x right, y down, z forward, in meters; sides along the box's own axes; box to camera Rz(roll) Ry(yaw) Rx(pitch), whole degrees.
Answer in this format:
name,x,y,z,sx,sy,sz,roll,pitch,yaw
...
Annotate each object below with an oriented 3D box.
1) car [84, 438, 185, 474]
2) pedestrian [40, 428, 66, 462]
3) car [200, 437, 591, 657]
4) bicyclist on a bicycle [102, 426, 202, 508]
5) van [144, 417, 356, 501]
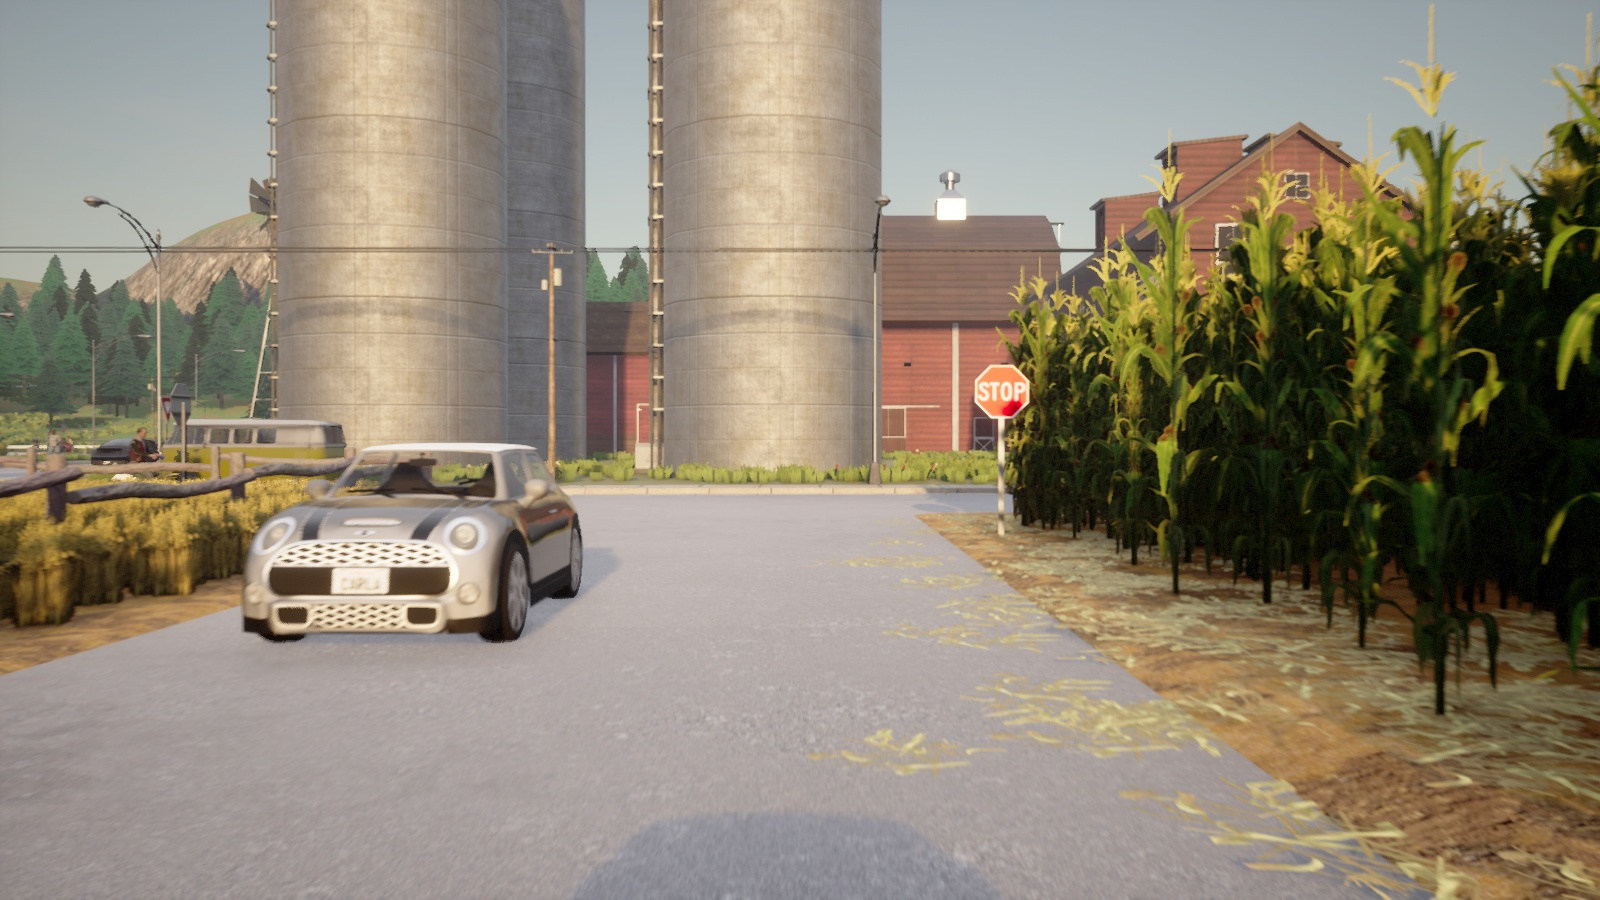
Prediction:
name,x,y,z,sx,sy,sz,roll,pitch,yaw
car,-28.831,0.212,54.596,1.837,1.490,4.892,0,1,-1
pedestrian,-40.966,-0.290,68.869,0.874,1.855,0.900,0,1,-2
car,-3.028,0.633,10.326,1.970,1.475,3.806,0,1,0
bicyclist on a bicycle,-14.157,0.360,27.453,1.843,1.776,0.659,0,1,0
van,-13.476,0.208,30.923,4.442,1.987,1.775,0,1,1
